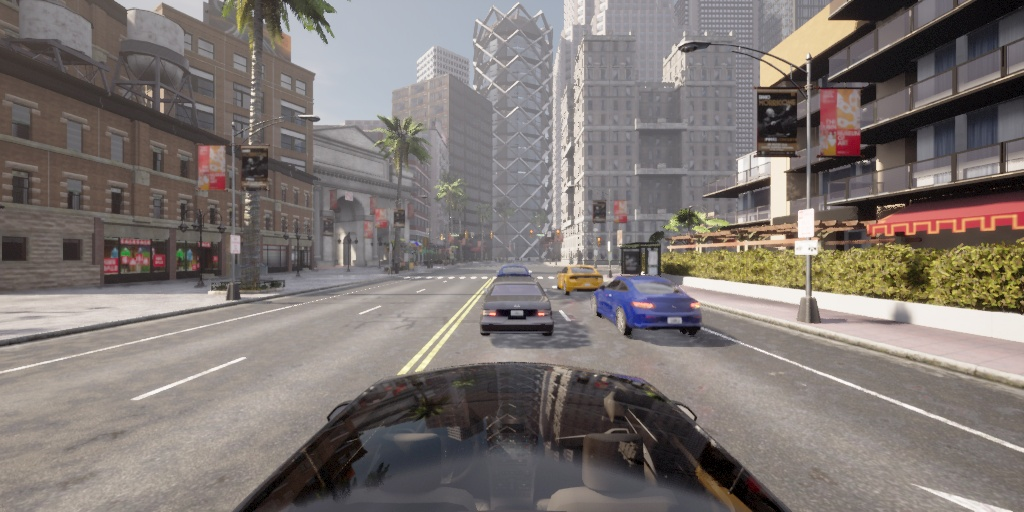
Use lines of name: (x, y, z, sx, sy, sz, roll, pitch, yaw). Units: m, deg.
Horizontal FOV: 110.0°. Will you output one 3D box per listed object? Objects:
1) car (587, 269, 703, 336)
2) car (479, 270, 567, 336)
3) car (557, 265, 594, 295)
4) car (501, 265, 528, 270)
car: (3.621, 1.276, 10.280, 1.812, 1.442, 4.674, 0, 0, 0)
car: (0.108, 1.297, 10.386, 2.033, 1.411, 5.357, 0, 0, 0)
car: (3.615, 1.228, 19.673, 1.882, 1.535, 5.008, 0, 0, 0)
car: (0.116, 1.228, 20.173, 1.882, 1.535, 5.008, 0, 0, 0)
